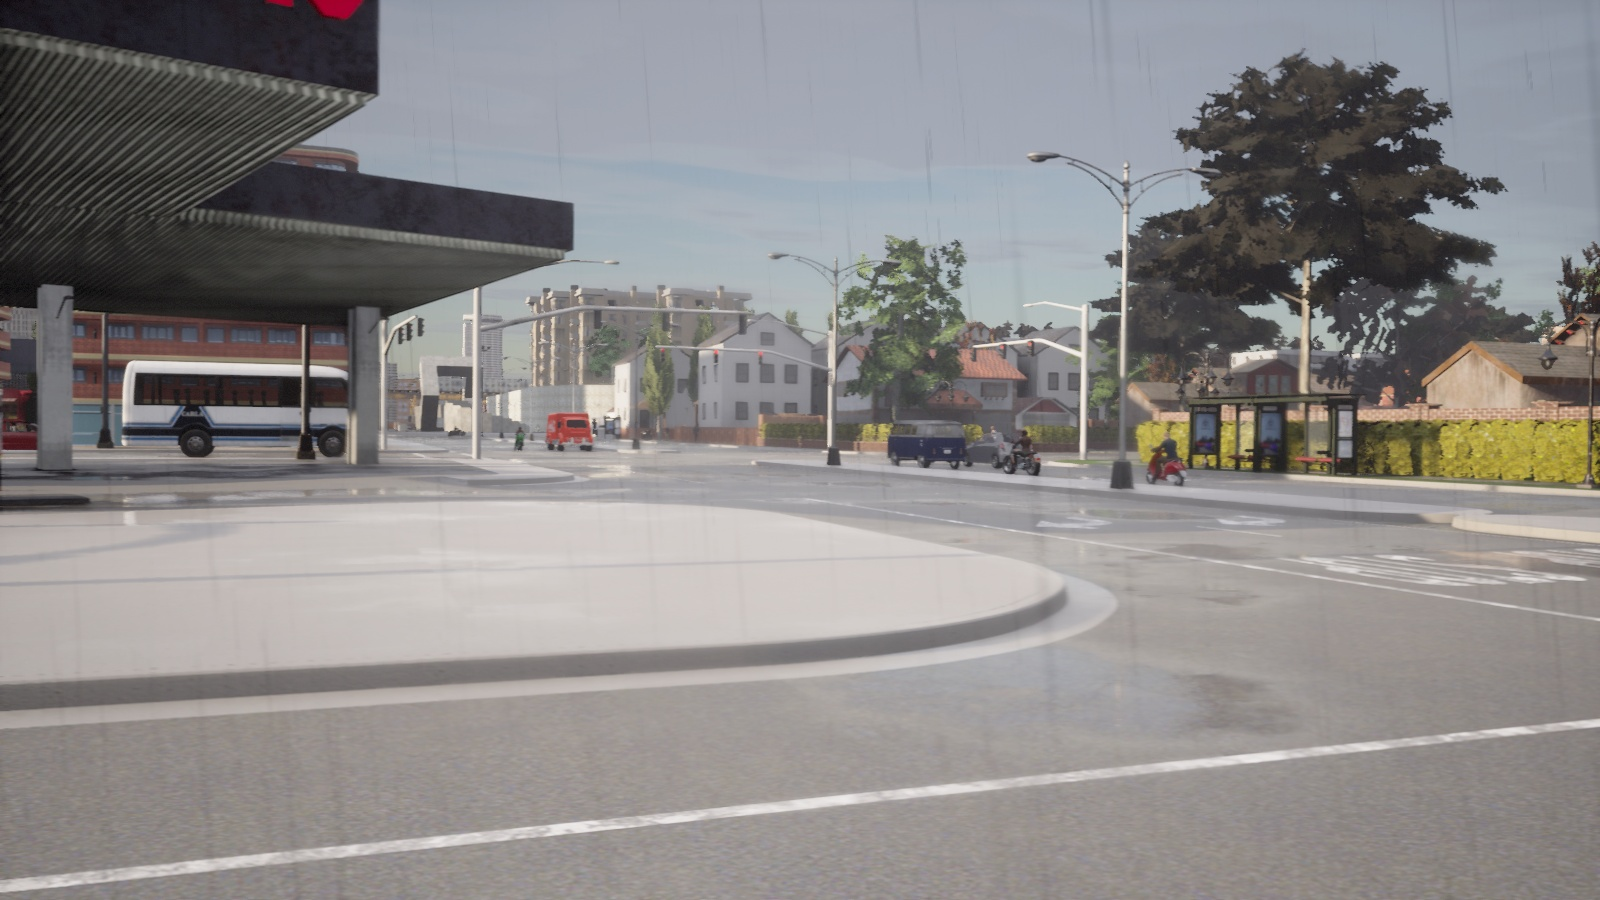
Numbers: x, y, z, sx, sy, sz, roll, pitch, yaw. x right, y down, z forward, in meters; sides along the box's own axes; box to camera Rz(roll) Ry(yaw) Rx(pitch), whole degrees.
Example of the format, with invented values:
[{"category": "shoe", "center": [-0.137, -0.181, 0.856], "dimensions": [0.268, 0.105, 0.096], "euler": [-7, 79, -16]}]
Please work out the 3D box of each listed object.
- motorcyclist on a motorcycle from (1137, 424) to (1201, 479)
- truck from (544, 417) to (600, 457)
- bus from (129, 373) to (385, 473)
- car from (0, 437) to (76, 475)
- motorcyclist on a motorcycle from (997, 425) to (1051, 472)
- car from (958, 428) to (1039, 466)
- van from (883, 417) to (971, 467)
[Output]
[{"category": "motorcyclist on a motorcycle", "center": [10.880, 0.030, 37.074], "dimensions": [0.866, 1.590, 1.817], "euler": [-1, 1, -21]}, {"category": "truck", "center": [-14.939, -0.863, 81.993], "dimensions": [2.627, 2.467, 5.204], "euler": [-1, 1, -21]}, {"category": "bus", "center": [-24.447, -1.245, 57.139], "dimensions": [10.273, 4.253, 3.944], "euler": [-1, 1, -22]}, {"category": "car", "center": [-33.199, 0.262, 53.632], "dimensions": [3.705, 1.549, 1.789], "euler": [-1, 1, -22]}, {"category": "motorcyclist on a motorcycle", "center": [7.946, -0.066, 44.718], "dimensions": [0.766, 1.649, 2.350], "euler": [-1, 1, -21]}, {"category": "car", "center": [8.387, -0.147, 53.337], "dimensions": [1.845, 1.501, 3.633], "euler": [-1, 1, -21]}, {"category": "van", "center": [5.196, -0.350, 51.874], "dimensions": [1.775, 1.987, 4.442], "euler": [-1, 1, -21]}]
